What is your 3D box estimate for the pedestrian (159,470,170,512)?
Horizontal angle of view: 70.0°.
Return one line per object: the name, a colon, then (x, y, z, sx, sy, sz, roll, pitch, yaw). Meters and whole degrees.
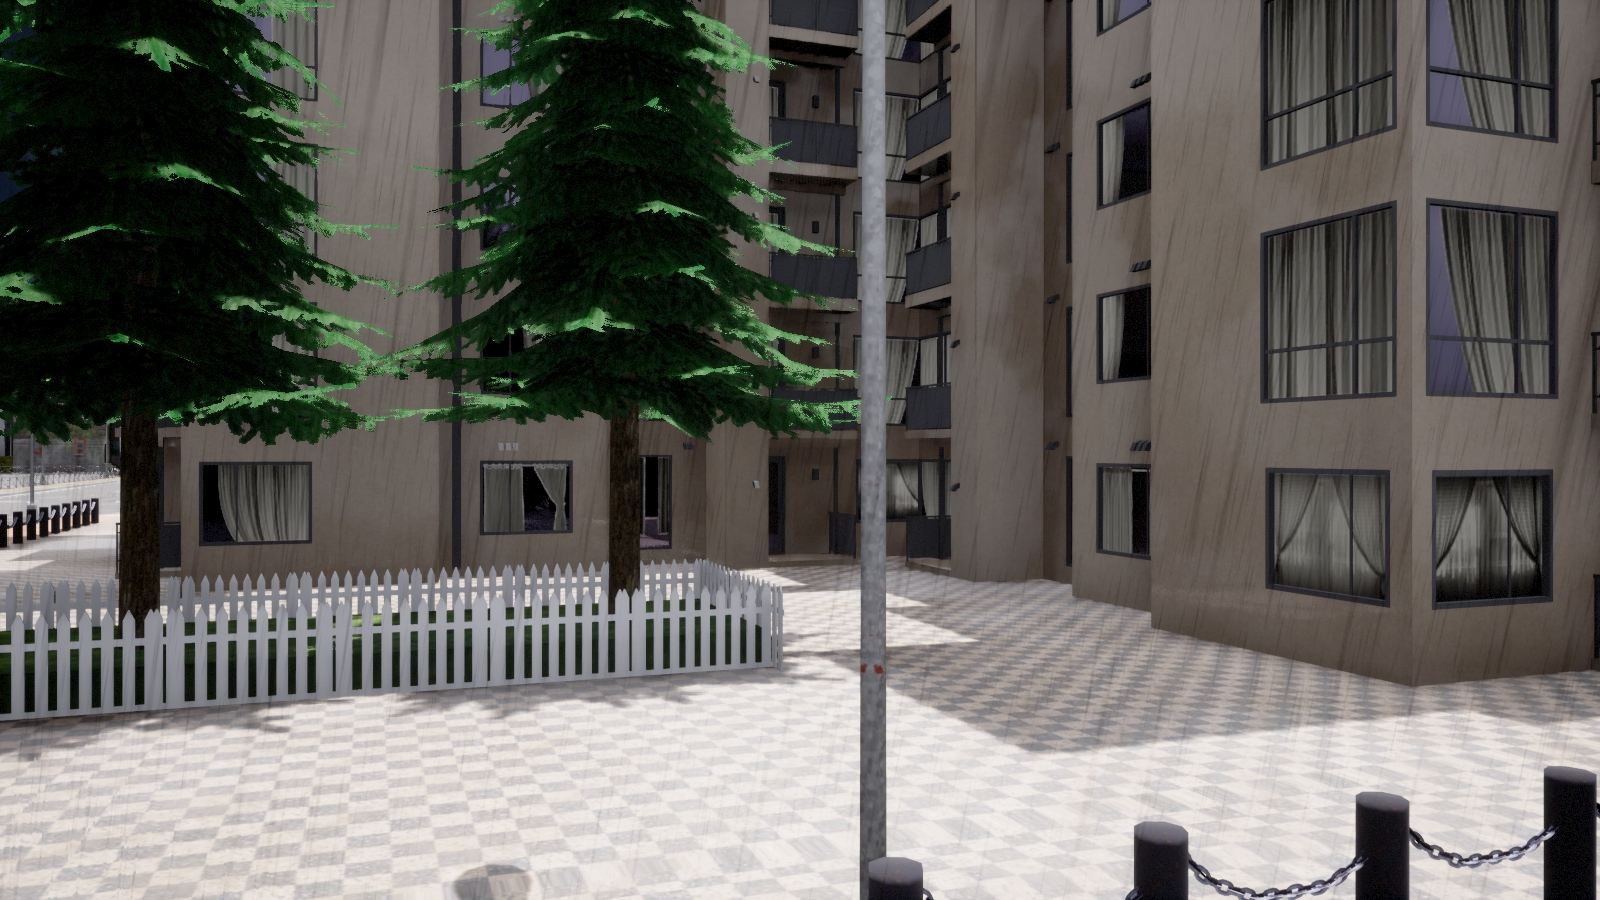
pedestrian: (-28.583, 1.829, 51.392, 0.375, 1.860, 0.375, 0, 0, -20)
